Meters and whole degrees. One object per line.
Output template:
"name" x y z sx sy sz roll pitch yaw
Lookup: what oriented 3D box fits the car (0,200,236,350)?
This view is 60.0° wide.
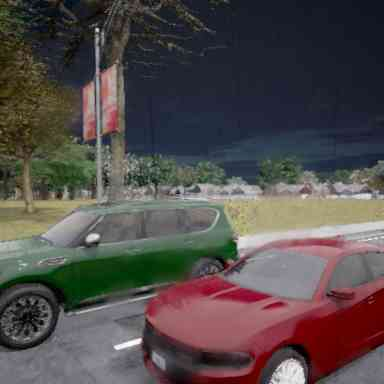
"car" -1.522 1.212 6.593 5.566 2.045 2.150 0 0 -35

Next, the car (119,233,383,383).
"car" 1.691 1.462 4.892 5.008 1.535 1.882 0 0 -35
